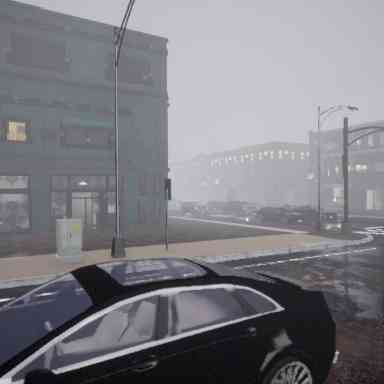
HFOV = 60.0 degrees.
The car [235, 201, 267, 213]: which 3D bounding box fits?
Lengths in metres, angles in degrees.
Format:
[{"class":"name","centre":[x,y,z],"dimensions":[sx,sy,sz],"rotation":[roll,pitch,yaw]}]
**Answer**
[{"class":"car","centre":[7.544,1.904,42.869],"dimensions":[1.802,1.307,4.206],"rotation":[-1,0,-29]}]

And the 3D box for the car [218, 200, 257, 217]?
[{"class":"car","centre":[5.152,1.671,35.326],"dimensions":[2.097,1.767,4.553],"rotation":[-1,0,-29]}]

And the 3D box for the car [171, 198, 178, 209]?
[{"class":"car","centre":[-0.694,1.980,45.752],"dimensions":[1.812,1.442,4.674],"rotation":[-1,0,-29]}]

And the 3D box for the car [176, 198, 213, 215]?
[{"class":"car","centre":[0.238,1.847,38.759],"dimensions":[1.967,1.590,4.097],"rotation":[-1,0,-29]}]

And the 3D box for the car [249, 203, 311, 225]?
[{"class":"car","centre":[6.938,1.814,26.605],"dimensions":[1.947,1.339,4.313],"rotation":[-1,0,-29]}]

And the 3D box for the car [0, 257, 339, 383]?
[{"class":"car","centre":[-0.739,1.493,3.209],"dimensions":[4.902,1.511,2.128],"rotation":[0,0,-29]}]

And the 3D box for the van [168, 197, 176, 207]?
[{"class":"van","centre":[-3.316,1.908,62.166],"dimensions":[1.690,1.788,3.998],"rotation":[-1,0,-29]}]

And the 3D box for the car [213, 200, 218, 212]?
[{"class":"car","centre":[3.008,1.878,45.658],"dimensions":[1.882,1.535,5.008],"rotation":[-1,0,-29]}]

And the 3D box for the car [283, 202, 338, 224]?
[{"class":"car","centre":[9.706,1.776,27.233],"dimensions":[1.994,1.385,4.181],"rotation":[-1,0,-29]}]

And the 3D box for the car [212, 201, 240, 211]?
[{"class":"car","centre":[4.831,1.966,47.693],"dimensions":[1.802,1.307,4.206],"rotation":[-1,0,-29]}]
